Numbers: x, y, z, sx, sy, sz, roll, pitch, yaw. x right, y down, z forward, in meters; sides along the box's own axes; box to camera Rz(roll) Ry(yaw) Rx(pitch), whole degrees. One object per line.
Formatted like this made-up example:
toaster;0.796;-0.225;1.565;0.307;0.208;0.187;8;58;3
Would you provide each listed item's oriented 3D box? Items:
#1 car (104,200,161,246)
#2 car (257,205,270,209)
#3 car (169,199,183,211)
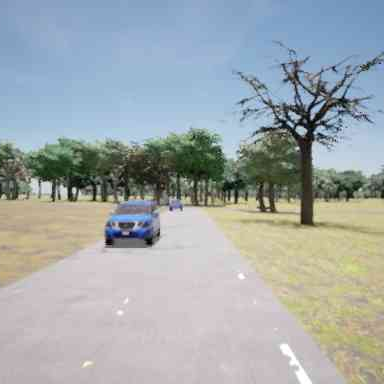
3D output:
car;-2.851;1.469;17.103;2.150;2.045;5.566;0;-1;0
car;19.625;4.041;87.402;4.718;1.301;1.895;2;-1;0
car;-2.780;2.326;58.950;2.150;2.045;5.566;0;-1;1
